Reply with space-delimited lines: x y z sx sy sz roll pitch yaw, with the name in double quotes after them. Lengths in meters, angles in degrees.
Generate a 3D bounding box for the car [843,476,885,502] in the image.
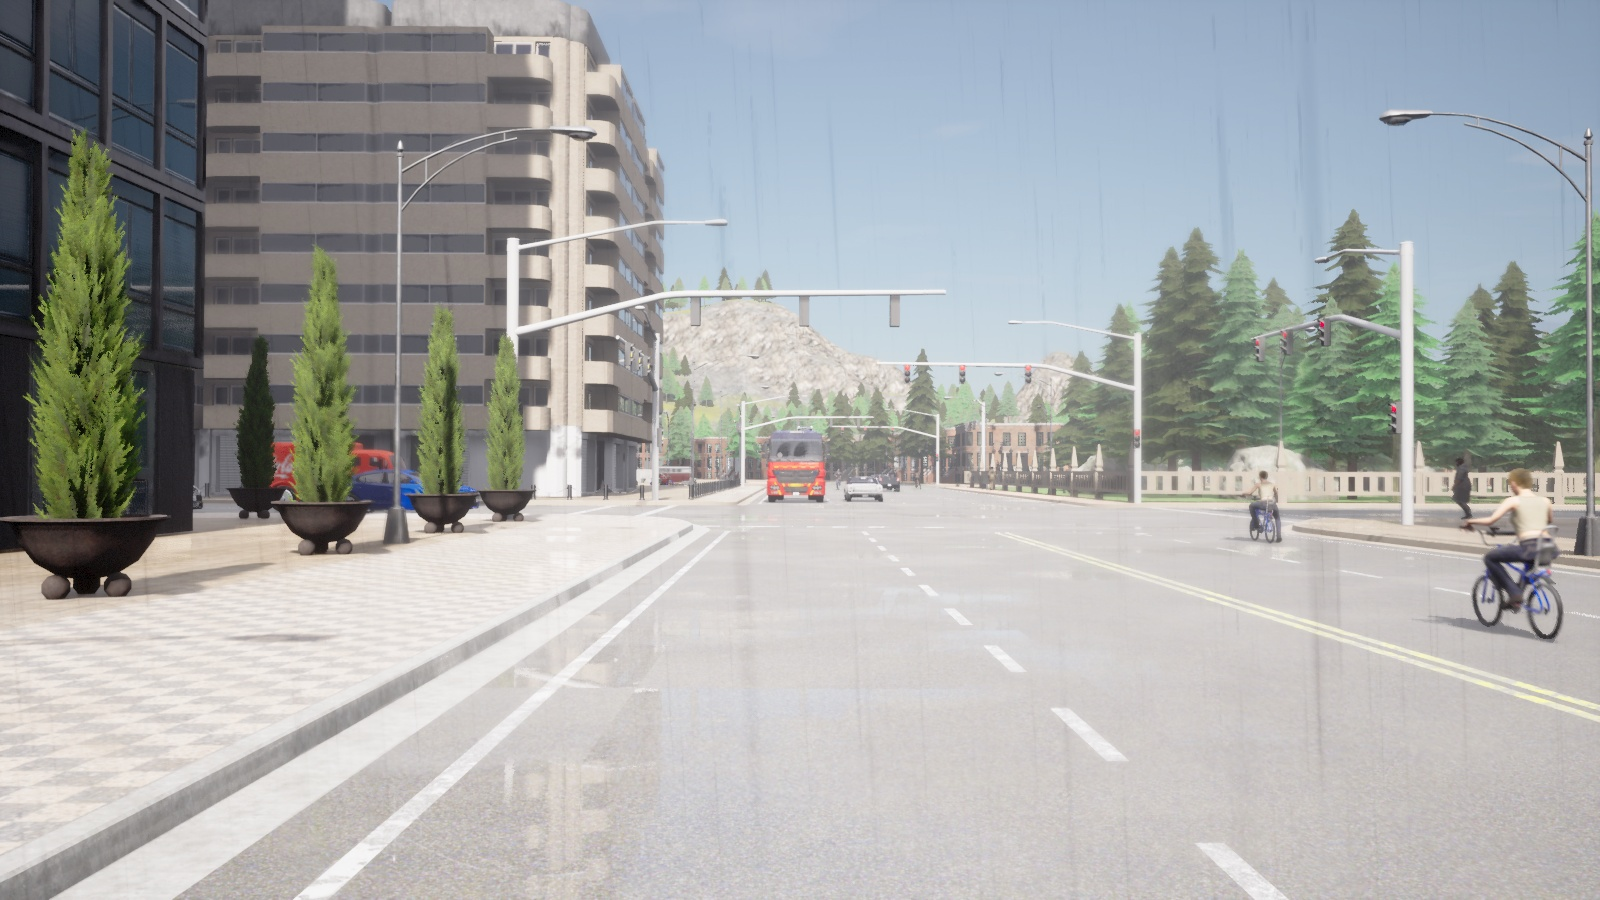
3.310 2.002 65.676 1.895 1.301 4.718 0 -1 0 "car"

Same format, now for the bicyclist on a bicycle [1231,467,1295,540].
10.412 1.183 28.270 0.866 1.612 1.509 0 -1 0 "bicyclist on a bicycle"

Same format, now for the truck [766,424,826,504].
-0.192 0.738 64.917 2.891 3.827 8.468 0 -1 0 "truck"

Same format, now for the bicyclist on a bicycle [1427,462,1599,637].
6.989 0.930 12.338 0.866 1.612 1.509 0 -1 -1 "bicyclist on a bicycle"

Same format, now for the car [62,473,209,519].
-21.819 1.504 41.343 3.806 1.475 1.970 0 -1 0 "car"

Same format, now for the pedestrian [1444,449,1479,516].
19.541 0.956 37.097 0.873 1.952 0.659 -1 -1 31 "pedestrian"

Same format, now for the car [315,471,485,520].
-13.090 1.481 41.321 5.008 1.535 1.882 0 -1 0 "car"

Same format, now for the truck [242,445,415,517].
-16.747 1.091 44.837 5.204 2.467 2.627 0 -1 0 "truck"

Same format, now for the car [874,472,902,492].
6.723 2.411 96.059 1.845 1.501 3.633 0 -1 0 "car"
